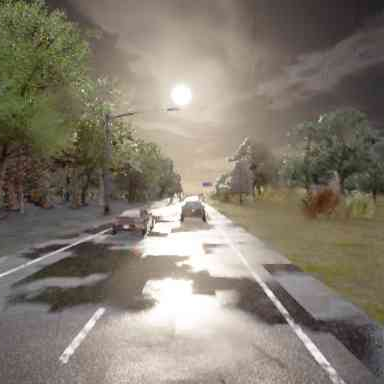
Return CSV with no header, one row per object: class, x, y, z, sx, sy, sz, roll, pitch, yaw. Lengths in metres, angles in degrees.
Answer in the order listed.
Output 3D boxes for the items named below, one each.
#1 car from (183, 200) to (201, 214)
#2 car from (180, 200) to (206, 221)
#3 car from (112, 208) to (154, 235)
car,0.051,1.775,40.646,2.033,1.411,5.357,0,0,0
car,0.106,1.513,28.809,2.097,1.767,4.553,0,0,0
car,-3.372,1.634,19.466,1.812,1.442,4.674,0,0,0
